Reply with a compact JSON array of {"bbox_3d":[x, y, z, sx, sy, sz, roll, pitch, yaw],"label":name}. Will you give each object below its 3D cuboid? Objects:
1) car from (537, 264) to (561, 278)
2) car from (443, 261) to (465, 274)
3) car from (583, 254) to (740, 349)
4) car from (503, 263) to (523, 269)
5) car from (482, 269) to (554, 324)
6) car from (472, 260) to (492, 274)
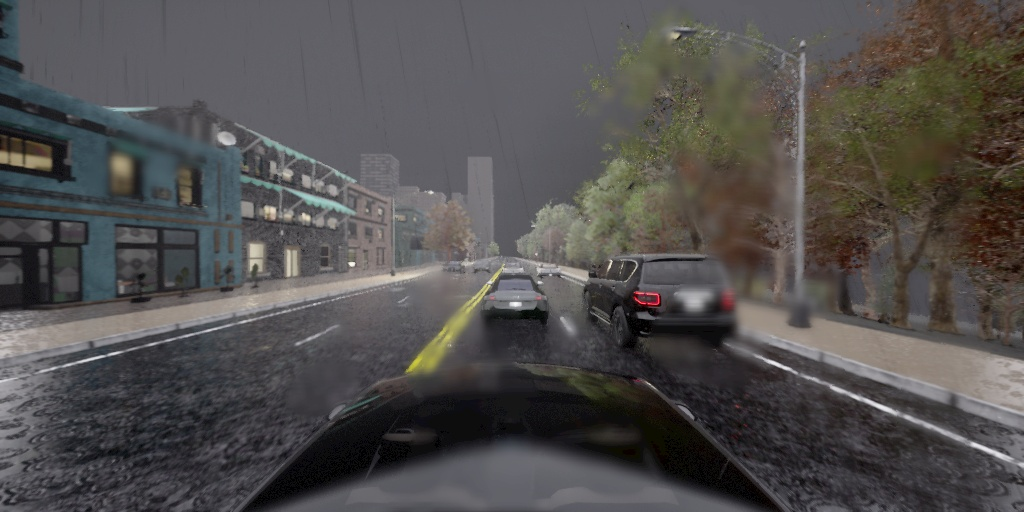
[{"bbox_3d":[3.345,1.345,33.269,1.895,1.301,4.718,0,0,0],"label":"car"},{"bbox_3d":[-6.594,1.306,41.290,1.994,1.385,4.181,0,0,0],"label":"car"},{"bbox_3d":[3.349,0.970,9.264,2.150,2.045,5.566,0,0,0],"label":"car"},{"bbox_3d":[0.094,1.345,33.300,1.895,1.301,4.718,0,0,0],"label":"car"},{"bbox_3d":[0.099,1.312,11.978,1.994,1.385,4.181,0,0,0],"label":"car"},{"bbox_3d":[-3.345,1.248,41.112,1.837,1.490,4.892,0,0,0],"label":"car"}]
